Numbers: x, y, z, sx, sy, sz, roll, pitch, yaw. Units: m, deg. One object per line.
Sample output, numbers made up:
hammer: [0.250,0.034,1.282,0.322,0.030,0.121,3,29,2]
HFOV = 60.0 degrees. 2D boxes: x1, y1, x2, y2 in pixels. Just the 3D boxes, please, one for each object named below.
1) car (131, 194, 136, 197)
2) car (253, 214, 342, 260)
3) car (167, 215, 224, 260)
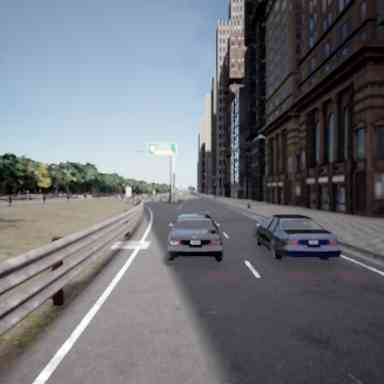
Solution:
car: [-16.171,1.211,89.514,1.837,1.490,4.892,0,0,-16]
car: [3.601,1.543,12.360,2.033,1.411,5.357,0,0,0]
car: [0.102,1.541,12.326,2.033,1.411,5.357,0,0,0]
